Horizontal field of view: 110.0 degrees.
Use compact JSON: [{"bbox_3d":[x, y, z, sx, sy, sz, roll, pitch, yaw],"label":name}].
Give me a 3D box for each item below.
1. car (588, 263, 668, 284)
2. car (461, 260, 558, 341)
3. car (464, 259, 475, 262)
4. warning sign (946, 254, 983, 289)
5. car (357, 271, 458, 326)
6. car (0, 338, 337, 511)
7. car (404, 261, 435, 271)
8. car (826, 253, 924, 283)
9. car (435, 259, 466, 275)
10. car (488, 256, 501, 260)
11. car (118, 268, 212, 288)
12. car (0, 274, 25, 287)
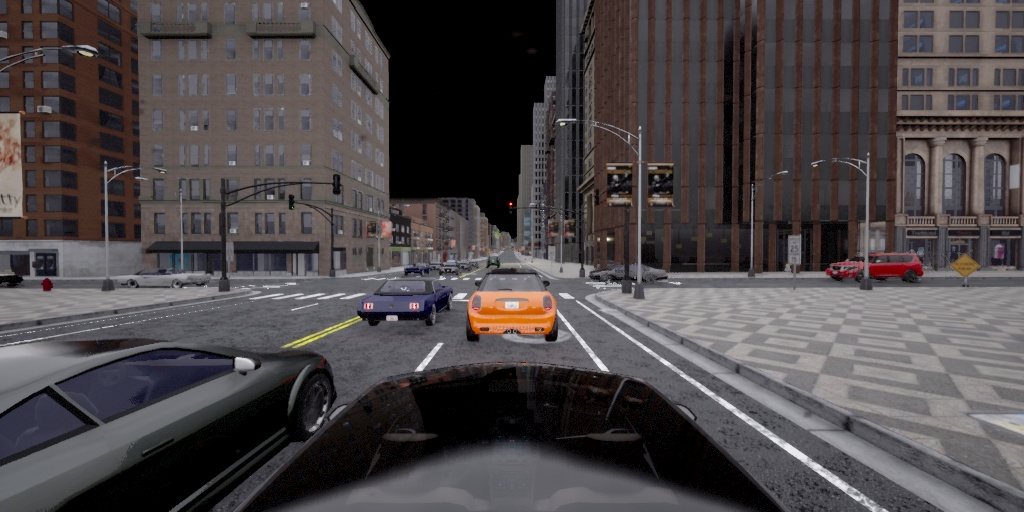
[{"bbox_3d":[8.330,1.222,25.913,5.357,1.411,2.033,0,1,3],"label":"car"},{"bbox_3d":[0.010,1.101,10.005,2.097,1.767,4.553,0,0,0],"label":"car"},{"bbox_3d":[-6.597,1.339,48.853,1.994,1.385,4.181,0,0,0],"label":"car"},{"bbox_3d":[25.178,0.827,19.909,1.060,1.860,1.300,0,0,0],"label":"warning sign"},{"bbox_3d":[-3.149,1.351,11.657,1.895,1.301,4.718,0,0,0],"label":"car"},{"bbox_3d":[-3.160,1.313,2.716,1.994,1.385,4.181,0,0,1],"label":"car"},{"bbox_3d":[-9.849,1.367,37.687,1.895,1.301,4.718,0,0,0],"label":"car"},{"bbox_3d":[25.939,0.831,25.715,5.566,2.045,2.150,0,1,0],"label":"car"},{"bbox_3d":[-6.598,1.331,38.894,1.994,1.385,4.181,0,0,0],"label":"car"},{"bbox_3d":[-3.149,1.002,62.803,2.150,2.045,5.566,0,0,0],"label":"car"},{"bbox_3d":[-22.754,1.447,23.639,4.718,1.301,1.895,0,1,1],"label":"car"},{"bbox_3d":[-35.697,1.490,23.742,4.718,1.301,1.895,0,1,0],"label":"car"}]
